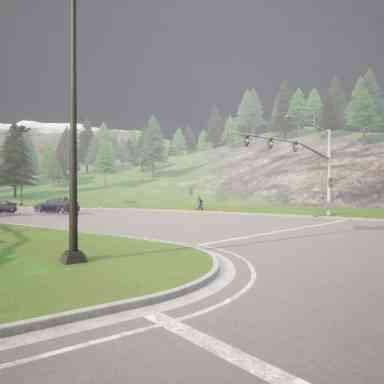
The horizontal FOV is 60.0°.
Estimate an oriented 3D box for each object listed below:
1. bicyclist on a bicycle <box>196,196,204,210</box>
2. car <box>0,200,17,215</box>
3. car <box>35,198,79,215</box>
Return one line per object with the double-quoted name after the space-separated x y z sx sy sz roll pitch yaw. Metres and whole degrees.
0.900 1.302 38.405 0.582 1.620 1.656 0 0 34 "bicyclist on a bicycle"
-19.517 1.491 32.542 4.902 1.511 2.128 0 0 18 "car"
-13.857 1.352 34.006 4.553 1.767 2.097 0 0 24 "car"
